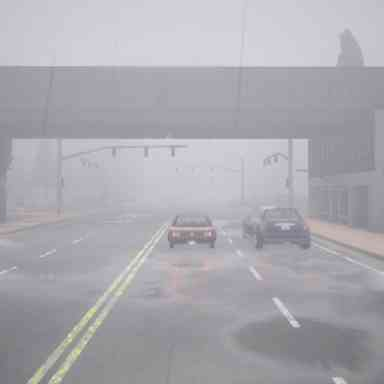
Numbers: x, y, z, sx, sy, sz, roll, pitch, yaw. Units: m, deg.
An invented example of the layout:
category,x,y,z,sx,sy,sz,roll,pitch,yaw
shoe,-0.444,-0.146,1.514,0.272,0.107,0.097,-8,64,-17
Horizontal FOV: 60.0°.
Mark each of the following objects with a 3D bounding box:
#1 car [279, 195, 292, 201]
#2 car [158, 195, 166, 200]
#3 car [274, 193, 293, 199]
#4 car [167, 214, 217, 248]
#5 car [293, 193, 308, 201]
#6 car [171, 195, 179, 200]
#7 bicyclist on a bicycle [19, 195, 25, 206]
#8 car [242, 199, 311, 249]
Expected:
category,x,y,z,sx,sy,sz,roll,pitch,yaw
car,22.175,1.394,79.058,1.970,1.475,3.806,0,0,0
car,-8.118,1.533,91.155,2.033,1.411,5.357,0,0,0
car,16.632,1.152,61.628,1.932,1.855,4.605,0,0,0
car,0.000,1.615,14.680,1.895,1.301,4.718,0,0,0
car,19.526,1.155,61.583,1.905,1.878,3.866,0,0,0
car,-4.618,1.493,91.179,1.837,1.490,4.892,0,0,0
bicyclist on a bicycle,-26.008,1.299,50.875,0.582,1.620,1.656,0,0,0
car,3.500,1.365,14.620,2.097,1.767,4.553,0,0,0
